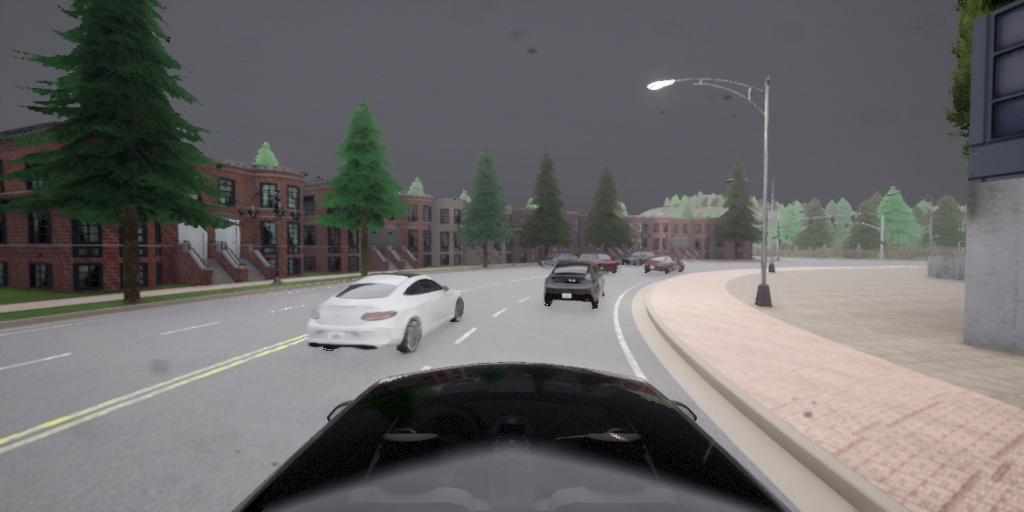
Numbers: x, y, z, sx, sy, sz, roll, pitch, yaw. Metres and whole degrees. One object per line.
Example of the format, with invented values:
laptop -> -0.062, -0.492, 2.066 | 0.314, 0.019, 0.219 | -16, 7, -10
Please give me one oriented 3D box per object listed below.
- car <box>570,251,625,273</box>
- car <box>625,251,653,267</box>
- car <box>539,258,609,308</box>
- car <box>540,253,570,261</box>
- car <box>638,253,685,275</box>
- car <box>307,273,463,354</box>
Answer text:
car -> 6.773, 0.505, 28.050 | 2.097, 1.767, 4.553 | 1, 2, 39
car -> 13.939, 0.257, 39.428 | 4.553, 1.767, 2.097 | -1, 2, -33
car -> 2.512, 0.980, 13.729 | 1.837, 1.490, 4.892 | 0, 1, 18
car -> 4.838, 0.442, 36.531 | 4.902, 1.511, 2.128 | -1, 2, -43
car -> 12.357, 0.668, 29.057 | 1.812, 1.442, 4.674 | 1, 2, 45
car -> -2.557, 1.117, 8.266 | 1.812, 1.442, 4.674 | 0, 1, 9
